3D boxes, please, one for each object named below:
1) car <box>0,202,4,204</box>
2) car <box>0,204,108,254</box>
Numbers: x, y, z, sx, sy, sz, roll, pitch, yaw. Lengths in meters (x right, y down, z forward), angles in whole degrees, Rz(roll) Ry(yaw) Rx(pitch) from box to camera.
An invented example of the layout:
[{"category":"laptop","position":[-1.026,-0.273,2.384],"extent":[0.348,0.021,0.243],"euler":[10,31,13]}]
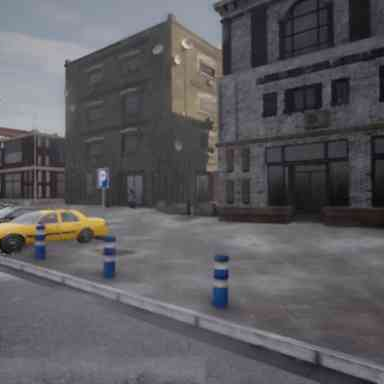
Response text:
[{"category":"car","position":[-10.200,1.188,16.710],"extent":[2.185,1.767,4.553],"euler":[1,0,37]},{"category":"car","position":[-5.892,1.375,13.269],"extent":[1.946,1.575,5.366],"euler":[1,0,37]}]
